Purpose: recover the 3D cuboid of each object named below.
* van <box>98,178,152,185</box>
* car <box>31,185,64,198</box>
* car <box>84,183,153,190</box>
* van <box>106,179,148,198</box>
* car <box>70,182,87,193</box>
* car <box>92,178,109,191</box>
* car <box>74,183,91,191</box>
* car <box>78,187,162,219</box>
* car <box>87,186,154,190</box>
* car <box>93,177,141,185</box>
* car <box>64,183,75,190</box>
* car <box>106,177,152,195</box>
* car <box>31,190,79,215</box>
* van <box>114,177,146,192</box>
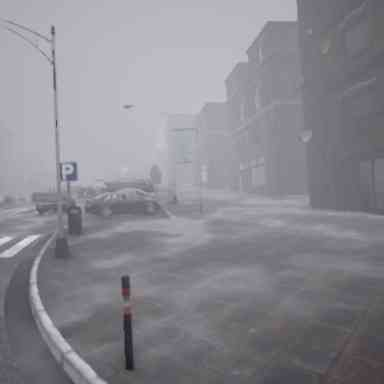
[{"bbox_3d":[-5.798,-0.012,30.114,4.442,1.987,1.878,-3,4,-30],"label":"van"},{"bbox_3d":[-14.826,0.298,33.839,1.882,1.535,5.008,-3,4,-10],"label":"car"},{"bbox_3d":[-5.524,0.393,26.978,5.366,1.575,1.946,-3,4,-30],"label":"car"},{"bbox_3d":[-7.583,-0.502,38.976,4.442,1.987,1.878,-3,4,-30],"label":"van"},{"bbox_3d":[-18.562,-0.801,54.416,1.812,1.442,4.674,-3,4,-10],"label":"car"},{"bbox_3d":[-15.654,-1.372,57.040,2.150,2.045,5.566,-3,4,-10],"label":"car"},{"bbox_3d":[-12.731,-0.171,40.628,1.837,1.490,4.892,-3,4,-10],"label":"car"},{"bbox_3d":[-4.316,0.723,21.084,4.892,1.521,2.231,-3,4,-30],"label":"car"},{"bbox_3d":[-4.833,0.595,24.080,4.674,1.452,2.002,-3,4,-30],"label":"car"},{"bbox_3d":[-6.448,-0.197,33.028,5.566,2.045,2.435,-3,4,-30],"label":"car"},{"bbox_3d":[-16.791,-0.218,44.392,2.033,1.411,5.357,-3,4,-10],"label":"car"},{"bbox_3d":[-8.519,-0.870,45.044,5.566,2.045,2.435,-3,4,-30],"label":"car"},{"bbox_3d":[-9.805,0.837,24.269,1.895,1.301,4.718,-3,4,-10],"label":"car"},{"bbox_3d":[-9.500,-1.184,51.079,4.442,1.987,1.878,-3,4,-30],"label":"van"}]
